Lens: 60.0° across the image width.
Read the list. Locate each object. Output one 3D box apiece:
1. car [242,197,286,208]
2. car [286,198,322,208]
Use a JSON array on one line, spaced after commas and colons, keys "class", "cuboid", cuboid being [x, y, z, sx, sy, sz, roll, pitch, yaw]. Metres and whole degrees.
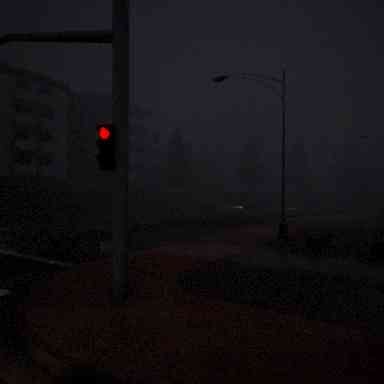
[{"class": "car", "cuboid": [9.826, 1.441, 46.603, 5.357, 1.411, 2.033, 2, 3, -8]}, {"class": "car", "cuboid": [15.889, 1.489, 47.287, 5.357, 1.411, 2.033, 0, 0, -23]}]
